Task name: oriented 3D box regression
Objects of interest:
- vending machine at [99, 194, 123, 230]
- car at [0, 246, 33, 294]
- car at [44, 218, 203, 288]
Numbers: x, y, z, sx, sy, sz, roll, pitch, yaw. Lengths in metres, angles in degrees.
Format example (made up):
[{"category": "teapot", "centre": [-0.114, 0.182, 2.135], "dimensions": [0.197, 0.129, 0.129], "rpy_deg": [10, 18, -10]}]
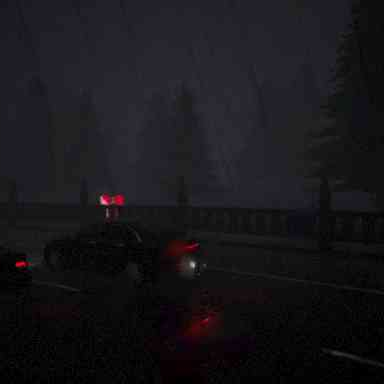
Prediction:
[{"category": "vending machine", "centre": [-4.805, 1.166, 19.884], "dimensions": [0.880, 2.100, 1.100], "rpy_deg": [0, 0, 27]}, {"category": "car", "centre": [-5.958, 1.544, 7.529], "dimensions": [5.357, 1.411, 2.033], "rpy_deg": [0, 0, 30]}, {"category": "car", "centre": [-2.040, 1.490, 9.183], "dimensions": [4.892, 1.490, 1.837], "rpy_deg": [0, 0, 32]}]
